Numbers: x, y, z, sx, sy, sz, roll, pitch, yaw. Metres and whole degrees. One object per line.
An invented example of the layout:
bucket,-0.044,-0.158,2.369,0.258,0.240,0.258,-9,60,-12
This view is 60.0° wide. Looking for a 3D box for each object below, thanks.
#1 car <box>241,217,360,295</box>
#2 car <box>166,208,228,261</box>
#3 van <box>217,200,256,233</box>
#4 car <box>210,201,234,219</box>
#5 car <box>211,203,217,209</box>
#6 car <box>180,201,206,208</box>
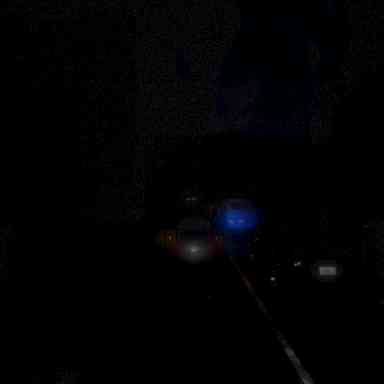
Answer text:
car,2.641,1.572,8.554,1.947,1.339,4.313,0,0,0
car,0.082,1.535,12.126,1.812,1.442,4.674,0,0,0
van,2.640,1.359,19.429,1.690,1.788,3.998,0,0,0
car,2.636,1.559,30.474,1.752,1.417,4.829,0,0,0
car,2.638,1.465,24.867,1.967,1.590,4.097,0,0,0
car,0.079,1.535,28.185,1.837,1.490,4.892,0,0,0
